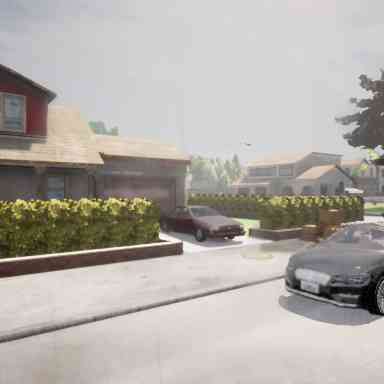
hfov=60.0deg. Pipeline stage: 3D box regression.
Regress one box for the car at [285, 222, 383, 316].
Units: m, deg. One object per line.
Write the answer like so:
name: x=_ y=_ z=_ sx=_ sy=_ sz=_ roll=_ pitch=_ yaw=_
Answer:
car: x=4.172 y=1.491 z=7.592 sx=4.902 sy=1.511 sz=2.128 roll=0 pitch=0 yaw=-36

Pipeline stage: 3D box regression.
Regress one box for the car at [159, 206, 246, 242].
car: x=0.116 y=1.356 z=15.491 sx=2.033 sy=1.415 sz=5.357 roll=0 pitch=0 yaw=-33
